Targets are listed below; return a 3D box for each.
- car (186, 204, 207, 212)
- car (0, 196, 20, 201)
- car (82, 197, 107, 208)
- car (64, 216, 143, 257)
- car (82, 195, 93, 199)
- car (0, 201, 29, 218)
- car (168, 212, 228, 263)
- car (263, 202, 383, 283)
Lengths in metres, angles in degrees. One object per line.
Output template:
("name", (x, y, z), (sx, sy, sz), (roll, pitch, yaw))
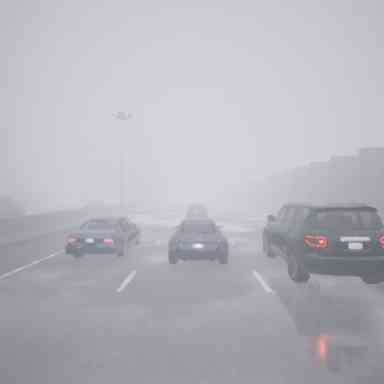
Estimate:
("car", (0.442, 1.821, 32.394), (1.994, 1.385, 4.181), (0, 0, 0))
("car", (-20.755, 1.466, 34.667), (2.150, 2.045, 5.566), (0, -1, 0))
("car", (-13.914, 1.909, 48.529), (2.033, 1.411, 5.357), (0, 0, 0))
("car", (-3.272, 1.648, 13.290), (2.033, 1.411, 5.357), (0, 0, 1))
("car", (-23.418, 1.739, 75.159), (2.150, 2.045, 5.566), (0, 0, -9))
("car", (-17.262, 1.782, 31.013), (1.994, 1.385, 4.181), (0, 0, 0))
("car", (0.223, 1.663, 12.353), (1.994, 1.385, 4.181), (0, 0, 1))
("car", (3.680, 1.309, 10.084), (2.150, 2.045, 5.566), (0, 0, 1))
